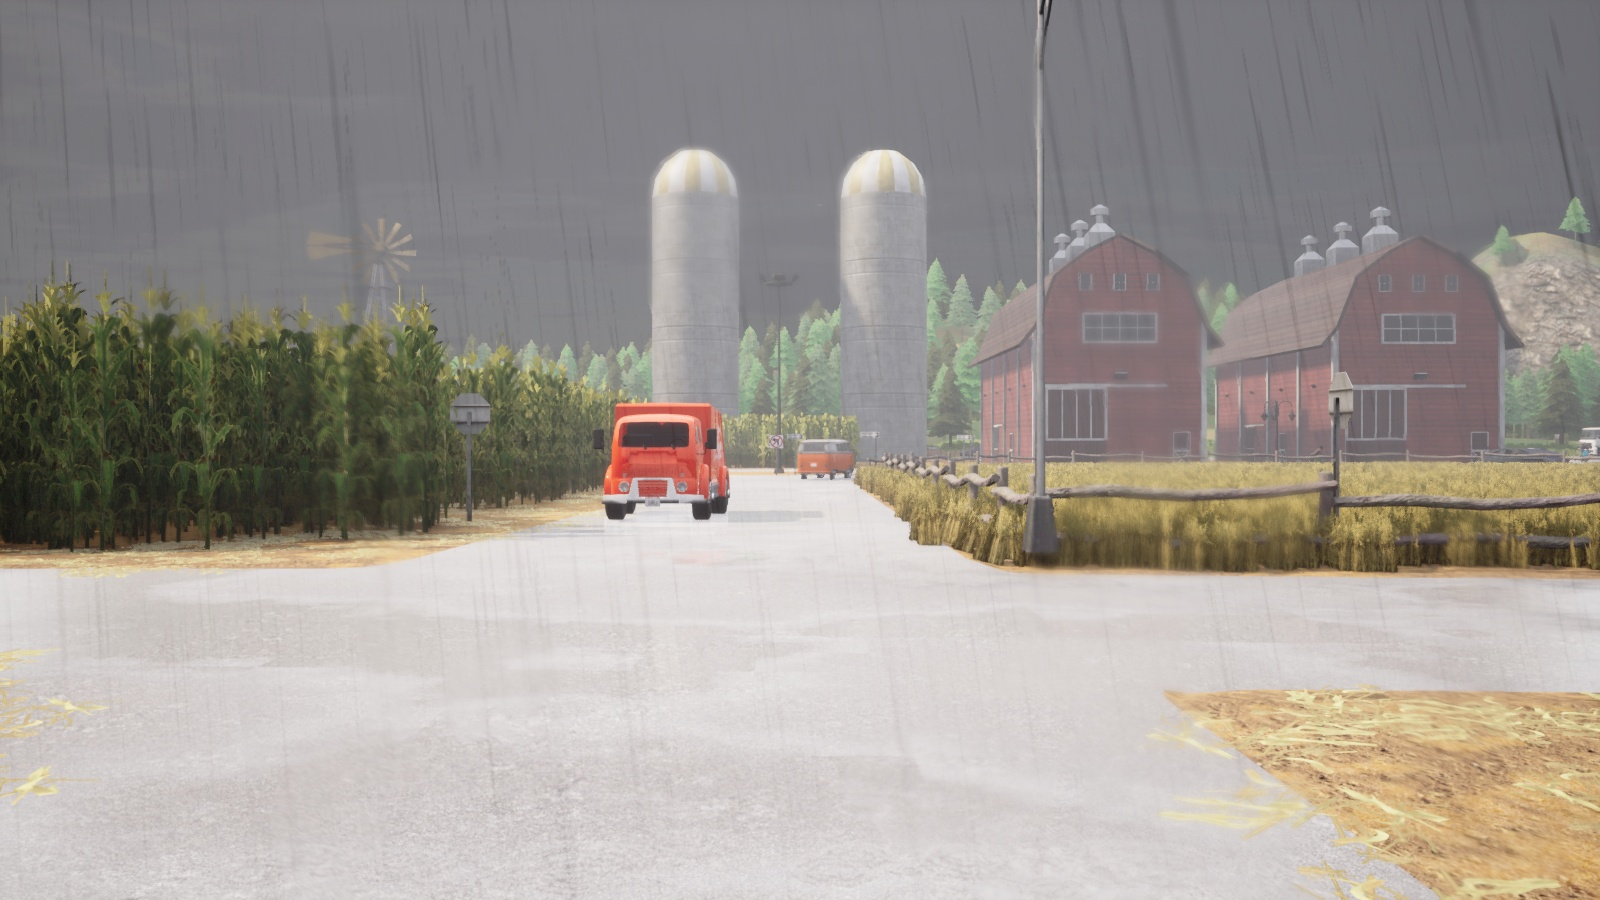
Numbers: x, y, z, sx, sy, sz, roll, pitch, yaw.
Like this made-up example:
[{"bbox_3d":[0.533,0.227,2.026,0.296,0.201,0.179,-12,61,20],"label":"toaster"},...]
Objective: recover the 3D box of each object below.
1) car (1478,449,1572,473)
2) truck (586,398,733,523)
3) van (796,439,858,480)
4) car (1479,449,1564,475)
[{"bbox_3d":[44.438,0.686,77.032,4.674,1.442,1.812,0,0,1],"label":"car"},{"bbox_3d":[-2.925,0.222,27.569,2.627,2.467,5.204,0,0,0],"label":"truck"},{"bbox_3d":[1.386,0.455,62.382,1.775,1.987,4.442,0,0,20],"label":"van"},{"bbox_3d":[42.152,0.695,73.442,4.193,1.474,1.816,0,0,26],"label":"car"}]
